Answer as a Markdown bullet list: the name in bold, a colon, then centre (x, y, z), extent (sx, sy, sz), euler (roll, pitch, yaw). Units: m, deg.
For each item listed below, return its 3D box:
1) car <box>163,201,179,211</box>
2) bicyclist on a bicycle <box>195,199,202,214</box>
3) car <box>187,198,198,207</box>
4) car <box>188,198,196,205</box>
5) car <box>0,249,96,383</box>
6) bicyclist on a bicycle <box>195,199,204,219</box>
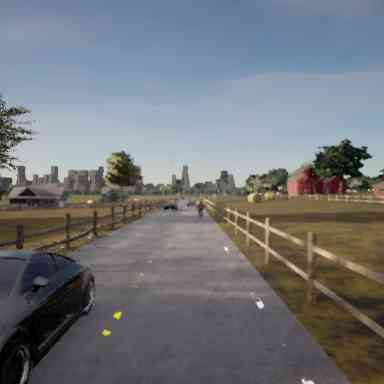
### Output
- **car**: centre (-2.834, 1.887, 45.332), extent (1.895, 1.301, 4.718), euler (0, 0, 0)
- **bicyclist on a bicycle**: centre (0.738, 1.668, 38.464), extent (0.866, 1.612, 1.509), euler (0, 0, 0)
- **car**: centre (0.030, 1.979, 61.157), extent (2.033, 1.411, 5.357), euler (0, -1, 1)
- **car**: centre (0.004, 2.143, 76.116), extent (1.994, 1.385, 4.181), euler (0, -1, 0)
- **car**: centre (-2.849, 1.578, 4.774), extent (1.994, 1.385, 4.181), euler (0, 0, 0)
- **bicyclist on a bicycle**: centre (0.757, 1.603, 27.875), extent (0.582, 1.620, 1.656), euler (0, -1, 0)
